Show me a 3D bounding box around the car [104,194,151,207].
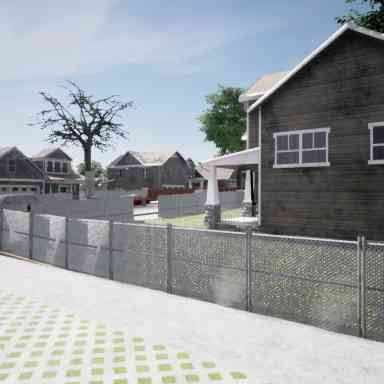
[{"bbox_3d":[-6.224,0.890,32.035,1.895,1.301,4.718,0,2,35],"label":"car"}]

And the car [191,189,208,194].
[{"bbox_3d":[1.060,0.423,42.329,1.882,1.535,5.008,0,2,35],"label":"car"}]

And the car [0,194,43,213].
[{"bbox_3d":[-12.673,0.949,22.894,2.097,1.767,4.553,0,2,35],"label":"car"}]
